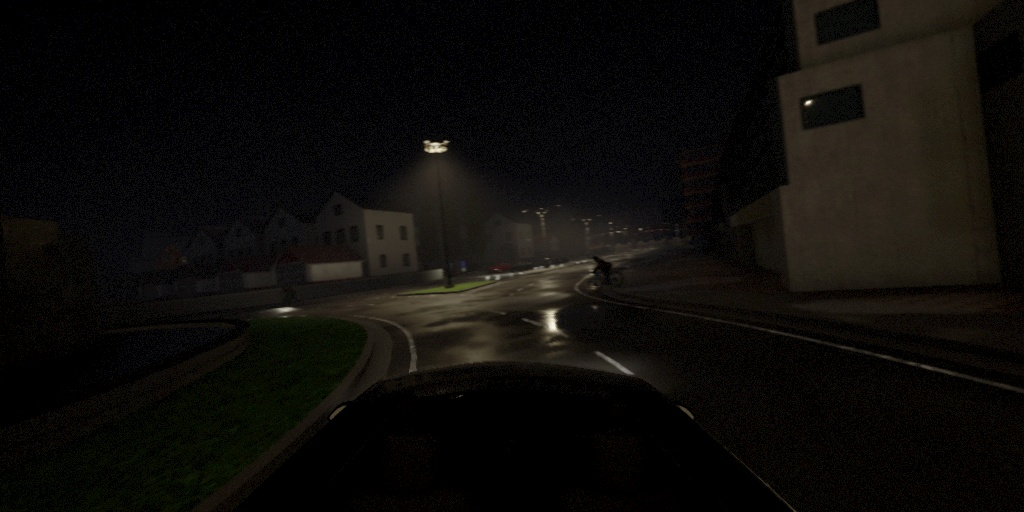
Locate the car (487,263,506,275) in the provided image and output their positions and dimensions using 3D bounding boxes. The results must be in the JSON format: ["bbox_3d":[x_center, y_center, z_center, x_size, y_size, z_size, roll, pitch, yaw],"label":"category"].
[{"bbox_3d":[-1.755,1.744,51.215,1.882,1.535,5.008,-6,0,27],"label":"car"}]

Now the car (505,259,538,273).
[{"bbox_3d":[1.423,1.524,49.760,1.895,1.301,4.718,-6,0,27],"label":"car"}]

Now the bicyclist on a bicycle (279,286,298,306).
[{"bbox_3d":[-18.783,3.367,30.511,0.582,1.620,1.656,-6,0,1],"label":"bicyclist on a bicycle"}]

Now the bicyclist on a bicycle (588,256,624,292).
[{"bbox_3d":[4.256,0.773,16.698,1.656,1.620,0.582,-16,-3,4],"label":"bicyclist on a bicycle"}]

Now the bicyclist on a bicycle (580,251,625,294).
[{"bbox_3d":[4.275,0.756,16.993,1.656,1.620,0.582,-15,-1,5],"label":"bicyclist on a bicycle"}]

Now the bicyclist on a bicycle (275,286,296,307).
[{"bbox_3d":[-19.281,3.419,30.515,0.582,1.620,1.656,-6,0,0],"label":"bicyclist on a bicycle"}]

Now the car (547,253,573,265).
[{"bbox_3d":[8.645,0.740,64.159,1.882,1.535,5.008,-6,0,27],"label":"car"}]
